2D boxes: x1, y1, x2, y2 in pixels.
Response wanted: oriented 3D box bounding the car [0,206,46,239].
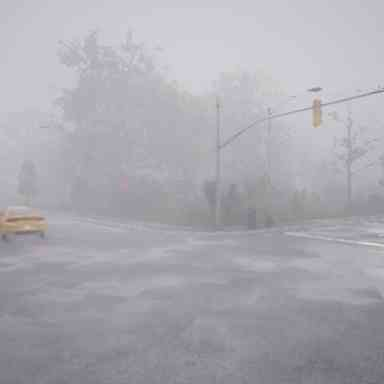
[{"bbox_3d":[-9.117,1.481,17.452,1.882,1.535,5.008,1,0,-36],"label":"car"}]
